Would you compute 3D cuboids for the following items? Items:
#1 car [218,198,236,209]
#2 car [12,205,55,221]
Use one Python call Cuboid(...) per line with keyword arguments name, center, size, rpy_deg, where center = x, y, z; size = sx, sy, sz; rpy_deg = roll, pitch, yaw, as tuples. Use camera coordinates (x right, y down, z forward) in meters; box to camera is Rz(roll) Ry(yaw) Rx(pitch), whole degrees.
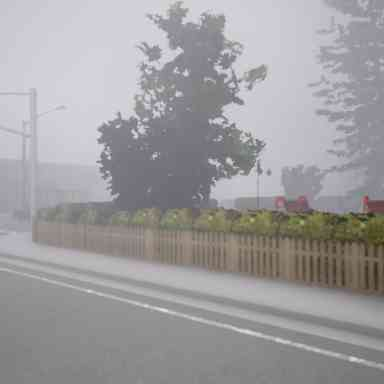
Cuboid(name="car", center=(5.860, 1.695, 50.709), size=(2.128, 1.511, 4.902), rpy_deg=(-1, 0, 35))
Cuboid(name="car", center=(-13.394, 1.832, 29.817), size=(1.895, 1.301, 4.718), rpy_deg=(-1, 0, 35))
